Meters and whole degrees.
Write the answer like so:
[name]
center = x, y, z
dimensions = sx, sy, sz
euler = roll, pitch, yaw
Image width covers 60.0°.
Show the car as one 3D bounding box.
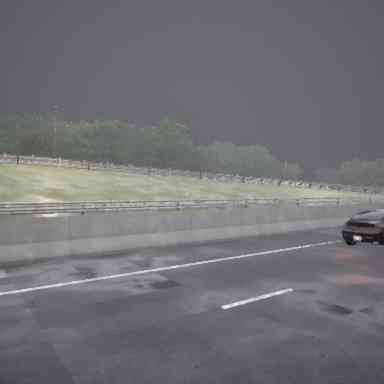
[car]
center = 8.268, 1.497, 14.064
dimensions = 4.892, 1.490, 1.837
euler = 0, 0, -35
